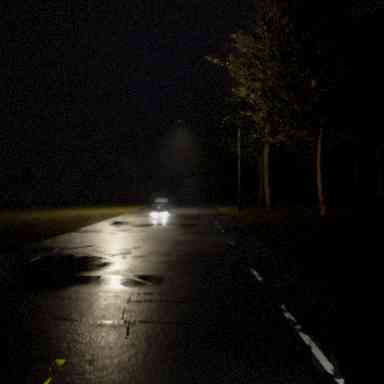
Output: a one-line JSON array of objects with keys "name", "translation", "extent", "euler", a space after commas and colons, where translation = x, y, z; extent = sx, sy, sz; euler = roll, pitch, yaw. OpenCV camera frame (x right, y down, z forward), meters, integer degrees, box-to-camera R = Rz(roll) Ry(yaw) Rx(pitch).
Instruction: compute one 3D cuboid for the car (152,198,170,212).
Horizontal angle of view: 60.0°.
[{"name": "car", "translation": [-3.587, 1.446, 38.973], "extent": [2.128, 1.511, 4.902], "euler": [0, 0, 0]}]
